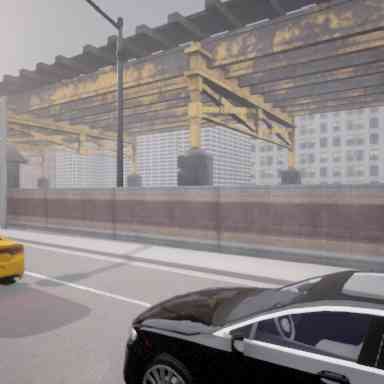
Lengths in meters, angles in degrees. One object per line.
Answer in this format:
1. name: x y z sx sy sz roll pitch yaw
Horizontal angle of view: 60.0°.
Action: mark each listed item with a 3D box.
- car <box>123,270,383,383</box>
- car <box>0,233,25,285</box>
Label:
1. car: 1.489 1.504 2.931 4.902 1.511 2.128 0 0 36
2. car: -6.185 1.500 8.362 5.008 1.535 1.882 0 0 36
